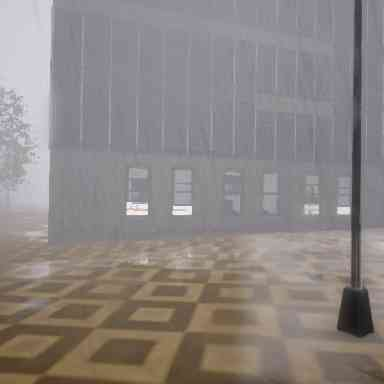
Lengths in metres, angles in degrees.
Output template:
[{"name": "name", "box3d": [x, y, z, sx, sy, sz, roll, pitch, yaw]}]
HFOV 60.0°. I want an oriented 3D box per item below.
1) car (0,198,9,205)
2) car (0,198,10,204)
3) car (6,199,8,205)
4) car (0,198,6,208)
[{"name": "car", "box3d": [-43.285, 2.194, 76.474, 1.887, 1.381, 4.507, 1, -1, -28]}, {"name": "car", "box3d": [-45.813, 2.249, 81.356, 1.947, 1.339, 4.313, 1, -1, -30]}, {"name": "car", "box3d": [-35.802, 2.131, 61.676, 1.802, 1.307, 4.206, 1, -1, -26]}, {"name": "car", "box3d": [-33.490, 2.059, 56.666, 1.887, 1.381, 4.507, 1, -1, -24]}]
